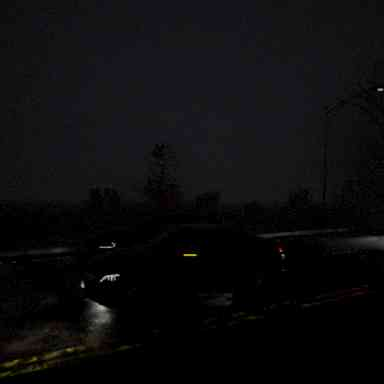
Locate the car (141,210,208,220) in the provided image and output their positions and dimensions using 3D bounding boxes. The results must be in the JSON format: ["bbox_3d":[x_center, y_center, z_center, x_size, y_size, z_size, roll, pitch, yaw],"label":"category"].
[{"bbox_3d":[-0.756,1.374,10.651,5.008,1.535,1.882,1,1,-31],"label":"car"}]

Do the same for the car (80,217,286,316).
[{"bbox_3d":[0.000,1.461,7.343,4.674,1.442,1.812,0,1,-30],"label":"car"}]
